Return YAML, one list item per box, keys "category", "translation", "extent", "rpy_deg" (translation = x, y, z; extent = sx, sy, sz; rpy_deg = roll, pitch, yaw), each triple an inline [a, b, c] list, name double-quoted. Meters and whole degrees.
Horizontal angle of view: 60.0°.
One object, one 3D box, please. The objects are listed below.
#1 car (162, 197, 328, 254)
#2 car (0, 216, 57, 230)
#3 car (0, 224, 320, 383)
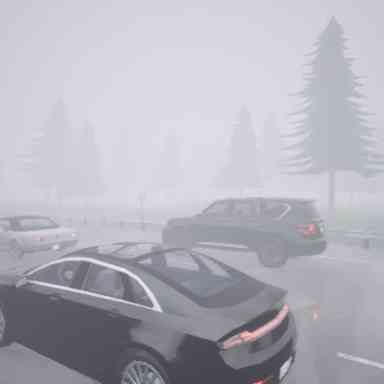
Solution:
- category: "car"
  translation: [1.598, 1.188, 11.266]
  extent: [5.566, 2.045, 2.150]
  rpy_deg: [0, 0, 34]
- category: "car"
  translation: [-6.431, 1.540, 12.279]
  extent: [4.718, 1.301, 1.895]
  rpy_deg: [0, 0, 32]
- category: "car"
  translation: [-1.078, 1.473, 4.612]
  extent: [4.902, 1.511, 2.128]
  rpy_deg: [0, 0, 35]
